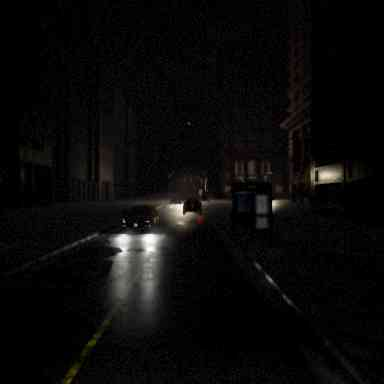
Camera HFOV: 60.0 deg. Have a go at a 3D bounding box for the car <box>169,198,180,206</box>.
[{"bbox_3d":[-3.056,1.779,61.311,1.994,1.385,4.181,0,0,1],"label":"car"}]

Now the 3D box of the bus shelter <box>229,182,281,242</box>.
[{"bbox_3d":[3.121,0.950,17.218,1.920,2.740,3.880,0,-1,0],"label":"bus shelter"}]

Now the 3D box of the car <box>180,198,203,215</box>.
[{"bbox_3d":[0.071,1.494,36.239,2.097,1.767,4.553,0,0,1],"label":"car"}]

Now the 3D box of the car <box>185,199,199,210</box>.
[{"bbox_3d":[0.029,1.742,47.195,1.994,1.385,4.181,0,0,0],"label":"car"}]

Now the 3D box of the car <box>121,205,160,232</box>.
[{"bbox_3d":[-3.103,1.593,20.796,1.837,1.490,4.892,0,0,0],"label":"car"}]
